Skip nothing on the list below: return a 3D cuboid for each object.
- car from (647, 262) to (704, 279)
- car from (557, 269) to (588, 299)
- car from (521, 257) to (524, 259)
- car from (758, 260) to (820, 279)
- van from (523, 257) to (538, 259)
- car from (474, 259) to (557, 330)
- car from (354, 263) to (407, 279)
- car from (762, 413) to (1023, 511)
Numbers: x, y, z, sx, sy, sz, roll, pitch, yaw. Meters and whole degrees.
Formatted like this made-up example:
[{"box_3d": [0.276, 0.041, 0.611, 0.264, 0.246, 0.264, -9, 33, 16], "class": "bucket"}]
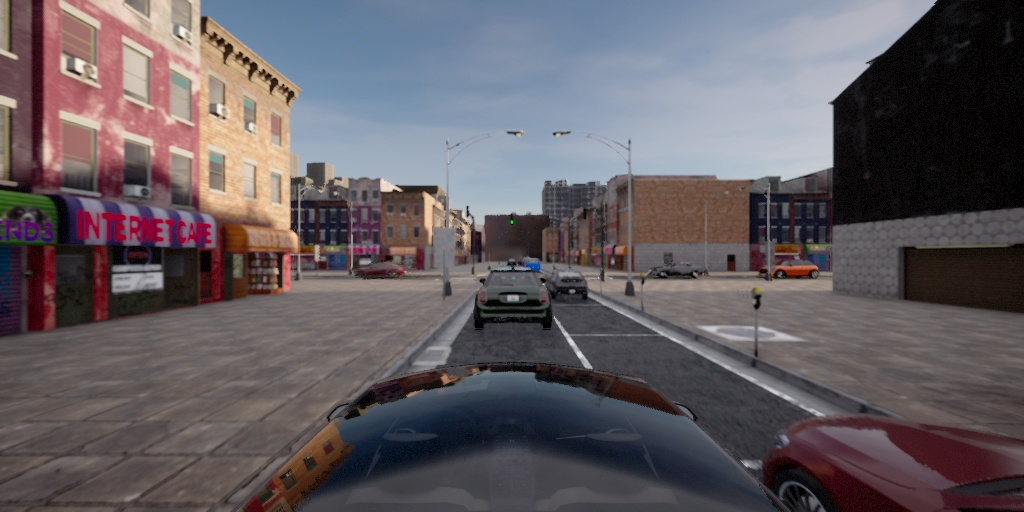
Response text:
[{"box_3d": [14.985, 1.284, 32.925, 4.902, 1.511, 2.128, 0, 0, 0], "class": "car"}, {"box_3d": [2.638, 1.314, 17.878, 2.007, 1.370, 4.403, 0, 0, 0], "class": "car"}, {"box_3d": [2.638, 1.265, 50.355, 1.967, 1.591, 4.097, 0, 0, 0], "class": "car"}, {"box_3d": [25.268, 1.143, 32.875, 4.553, 1.767, 2.097, 0, 0, 1], "class": "car"}, {"box_3d": [2.638, 1.154, 44.880, 1.690, 1.789, 3.998, 0, 0, 0], "class": "van"}, {"box_3d": [0.019, 1.107, 11.329, 2.097, 1.767, 4.553, 0, 0, 0], "class": "car"}, {"box_3d": [-12.165, 1.326, 33.218, 4.674, 1.442, 1.812, 0, 0, -1], "class": "car"}, {"box_3d": [2.638, 1.331, 0.841, 1.802, 1.307, 4.207, 0, 0, 0], "class": "car"}]
